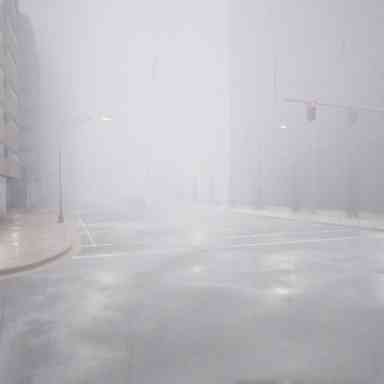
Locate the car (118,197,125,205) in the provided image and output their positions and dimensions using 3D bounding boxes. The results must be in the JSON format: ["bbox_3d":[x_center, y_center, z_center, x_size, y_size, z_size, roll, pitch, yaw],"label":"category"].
[{"bbox_3d":[-12.032,1.568,59.836,1.882,1.535,5.008,0,0,-21],"label":"car"}]

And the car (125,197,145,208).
[{"bbox_3d":[-8.328,1.558,50.152,2.128,1.511,4.902,0,0,-20],"label":"car"}]
